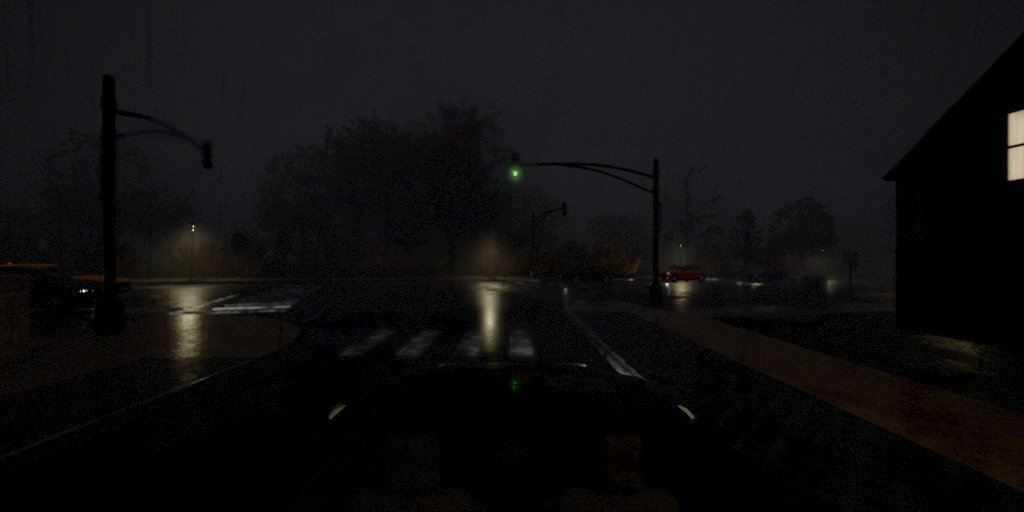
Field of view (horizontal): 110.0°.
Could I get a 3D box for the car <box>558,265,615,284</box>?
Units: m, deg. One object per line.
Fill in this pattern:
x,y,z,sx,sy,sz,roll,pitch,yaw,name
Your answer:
6.287,1.541,30.249,4.892,1.490,1.837,1,0,-18,car

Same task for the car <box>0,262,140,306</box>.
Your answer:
-18.328,1.039,13.951,5.008,1.535,1.882,1,0,-21,car

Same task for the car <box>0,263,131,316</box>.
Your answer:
-15.956,1.084,11.391,4.902,1.511,2.128,1,0,-22,car

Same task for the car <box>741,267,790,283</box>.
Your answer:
25.691,1.853,36.412,5.008,1.535,1.882,1,0,-16,car

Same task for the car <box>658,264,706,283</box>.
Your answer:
15.604,1.551,33.321,4.553,1.767,2.097,1,0,-17,car
